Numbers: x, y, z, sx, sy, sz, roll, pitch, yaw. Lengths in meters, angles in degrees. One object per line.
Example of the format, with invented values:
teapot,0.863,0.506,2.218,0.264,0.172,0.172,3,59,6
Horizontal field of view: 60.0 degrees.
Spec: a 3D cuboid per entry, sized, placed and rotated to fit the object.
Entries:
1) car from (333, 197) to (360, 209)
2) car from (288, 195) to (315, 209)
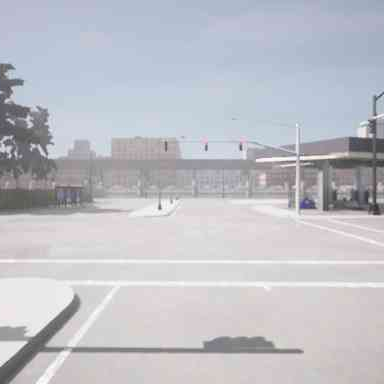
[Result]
car,18.932,1.364,40.967,1.970,1.475,3.806,0,0,0
car,13.188,1.205,40.201,2.242,1.667,4.611,0,0,0
